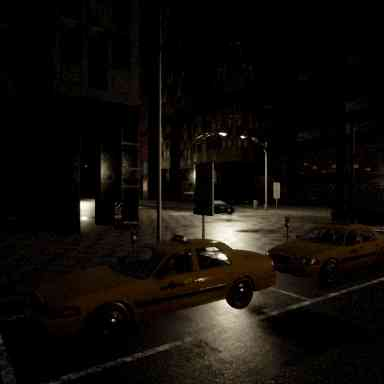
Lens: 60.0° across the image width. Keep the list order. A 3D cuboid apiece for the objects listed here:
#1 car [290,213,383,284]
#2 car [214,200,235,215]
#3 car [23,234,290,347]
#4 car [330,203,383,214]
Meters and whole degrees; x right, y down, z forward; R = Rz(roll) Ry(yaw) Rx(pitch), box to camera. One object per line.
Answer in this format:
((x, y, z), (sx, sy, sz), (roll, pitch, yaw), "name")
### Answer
((4.099, 1.526, 9.548), (4.829, 1.417, 1.752), (0, 0, -35), "car")
((2.290, 1.487, 32.471), (1.994, 1.385, 4.181), (0, 0, -36), "car")
((-0.468, 1.526, 6.305), (4.829, 1.417, 1.752), (0, 0, -35), "car")
((11.109, 1.461, 20.655), (2.128, 1.511, 4.902), (0, 0, -40), "car")
